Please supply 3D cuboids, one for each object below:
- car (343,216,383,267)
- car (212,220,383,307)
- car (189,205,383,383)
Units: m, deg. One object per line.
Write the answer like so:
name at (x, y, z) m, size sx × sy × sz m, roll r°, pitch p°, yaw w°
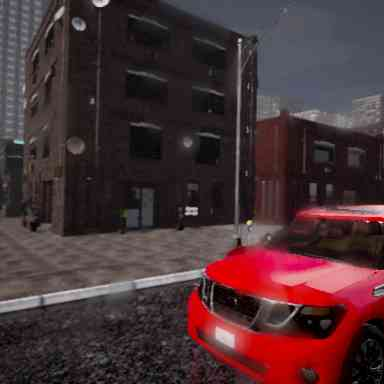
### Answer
car at (7.558, 1.638, 11.917) m, size 4.507 × 1.381 × 1.887 m, roll 1°, pitch 1°, yaw -35°
car at (2.885, 1.597, 8.685) m, size 4.507 × 1.381 × 1.887 m, roll 1°, pitch 1°, yaw -35°
car at (2.617, 1.258, 5.247) m, size 5.566 × 2.045 × 2.150 m, roll 0°, pitch 0°, yaw -35°
